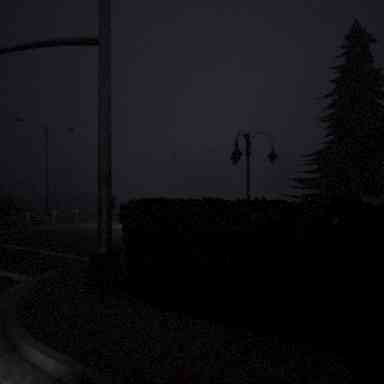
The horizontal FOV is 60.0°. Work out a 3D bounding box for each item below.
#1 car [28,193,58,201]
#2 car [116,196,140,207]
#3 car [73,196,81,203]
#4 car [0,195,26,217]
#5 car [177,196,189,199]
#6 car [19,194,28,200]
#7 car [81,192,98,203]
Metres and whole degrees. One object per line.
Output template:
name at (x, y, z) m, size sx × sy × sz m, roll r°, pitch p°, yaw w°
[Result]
car at (-29.956, 1.048, 67.746) m, size 2.152 × 1.636 × 5.027 m, roll 0°, pitch 0°, yaw 35°
car at (-8.304, 1.331, 44.037) m, size 1.970 × 1.475 × 3.806 m, roll 0°, pitch 0°, yaw 35°
car at (-19.442, 0.993, 60.456) m, size 1.905 × 1.878 × 3.866 m, roll 0°, pitch 0°, yaw 35°
car at (-16.453, 1.291, 27.037) m, size 2.007 × 1.523 × 4.514 m, roll 0°, pitch 0°, yaw 35°
car at (-1.626, 1.326, 48.437) m, size 1.845 × 1.501 × 3.633 m, roll 0°, pitch 0°, yaw 35°
car at (-35.414, 1.115, 71.138) m, size 1.970 × 1.475 × 3.806 m, roll 0°, pitch 0°, yaw 35°
car at (-16.819, 1.018, 59.139) m, size 1.932 × 1.855 × 4.605 m, roll 0°, pitch 0°, yaw 35°
